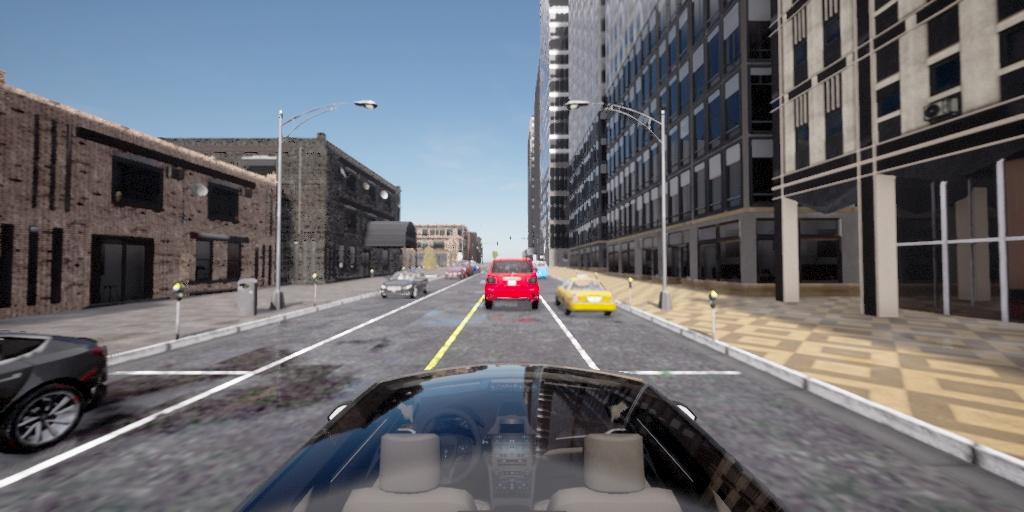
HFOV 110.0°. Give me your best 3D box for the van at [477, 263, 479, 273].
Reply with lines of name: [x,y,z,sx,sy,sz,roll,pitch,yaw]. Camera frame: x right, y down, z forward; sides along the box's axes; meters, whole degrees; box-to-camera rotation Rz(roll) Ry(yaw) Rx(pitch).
van: [-5.694,1.523,47.643,1.690,1.789,3.998,0,0,0]

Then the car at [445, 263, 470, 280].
car: [-5.693,1.657,36.356,1.802,1.307,4.207,0,0,0]

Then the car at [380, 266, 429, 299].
car: [-5.692,1.466,19.424,2.007,1.370,4.403,0,0,0]

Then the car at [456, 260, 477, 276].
car: [-5.693,1.444,41.999,2.192,1.841,5.009,0,0,0]

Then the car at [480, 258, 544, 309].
car: [0.000,1.099,15.863,2.150,2.045,5.566,0,0,0]

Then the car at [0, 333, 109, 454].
car: [-5.690,1.323,2.492,1.948,1.339,4.313,0,0,0]

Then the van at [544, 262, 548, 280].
van: [2.655,1.416,36.301,1.690,1.789,3.998,0,0,0]

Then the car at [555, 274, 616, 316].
car: [2.657,1.388,13.896,1.751,1.417,4.829,0,0,0]
